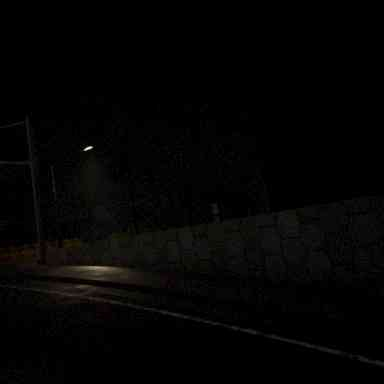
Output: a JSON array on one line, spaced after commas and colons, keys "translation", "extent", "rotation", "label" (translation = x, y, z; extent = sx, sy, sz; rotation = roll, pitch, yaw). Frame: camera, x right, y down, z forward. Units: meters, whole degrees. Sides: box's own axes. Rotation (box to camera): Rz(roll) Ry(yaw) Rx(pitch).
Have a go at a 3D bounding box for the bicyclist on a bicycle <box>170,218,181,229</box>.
[{"translation": [-1.319, 2.911, 27.268], "extent": [1.656, 1.620, 0.582], "rotation": [-14, -8, 35], "label": "bicyclist on a bicycle"}]
